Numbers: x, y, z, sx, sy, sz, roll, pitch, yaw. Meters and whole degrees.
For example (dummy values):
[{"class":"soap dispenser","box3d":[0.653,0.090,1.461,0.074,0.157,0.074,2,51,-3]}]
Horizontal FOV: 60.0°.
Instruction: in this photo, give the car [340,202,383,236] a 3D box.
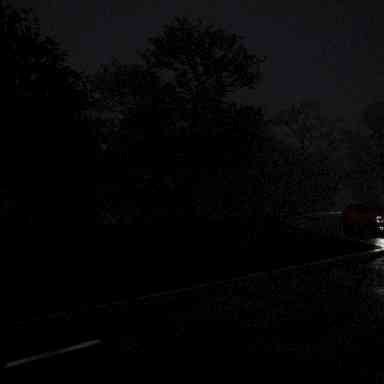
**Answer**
[{"class":"car","box3d":[10.266,1.404,18.761,2.097,1.767,4.553,0,0,-1]}]
